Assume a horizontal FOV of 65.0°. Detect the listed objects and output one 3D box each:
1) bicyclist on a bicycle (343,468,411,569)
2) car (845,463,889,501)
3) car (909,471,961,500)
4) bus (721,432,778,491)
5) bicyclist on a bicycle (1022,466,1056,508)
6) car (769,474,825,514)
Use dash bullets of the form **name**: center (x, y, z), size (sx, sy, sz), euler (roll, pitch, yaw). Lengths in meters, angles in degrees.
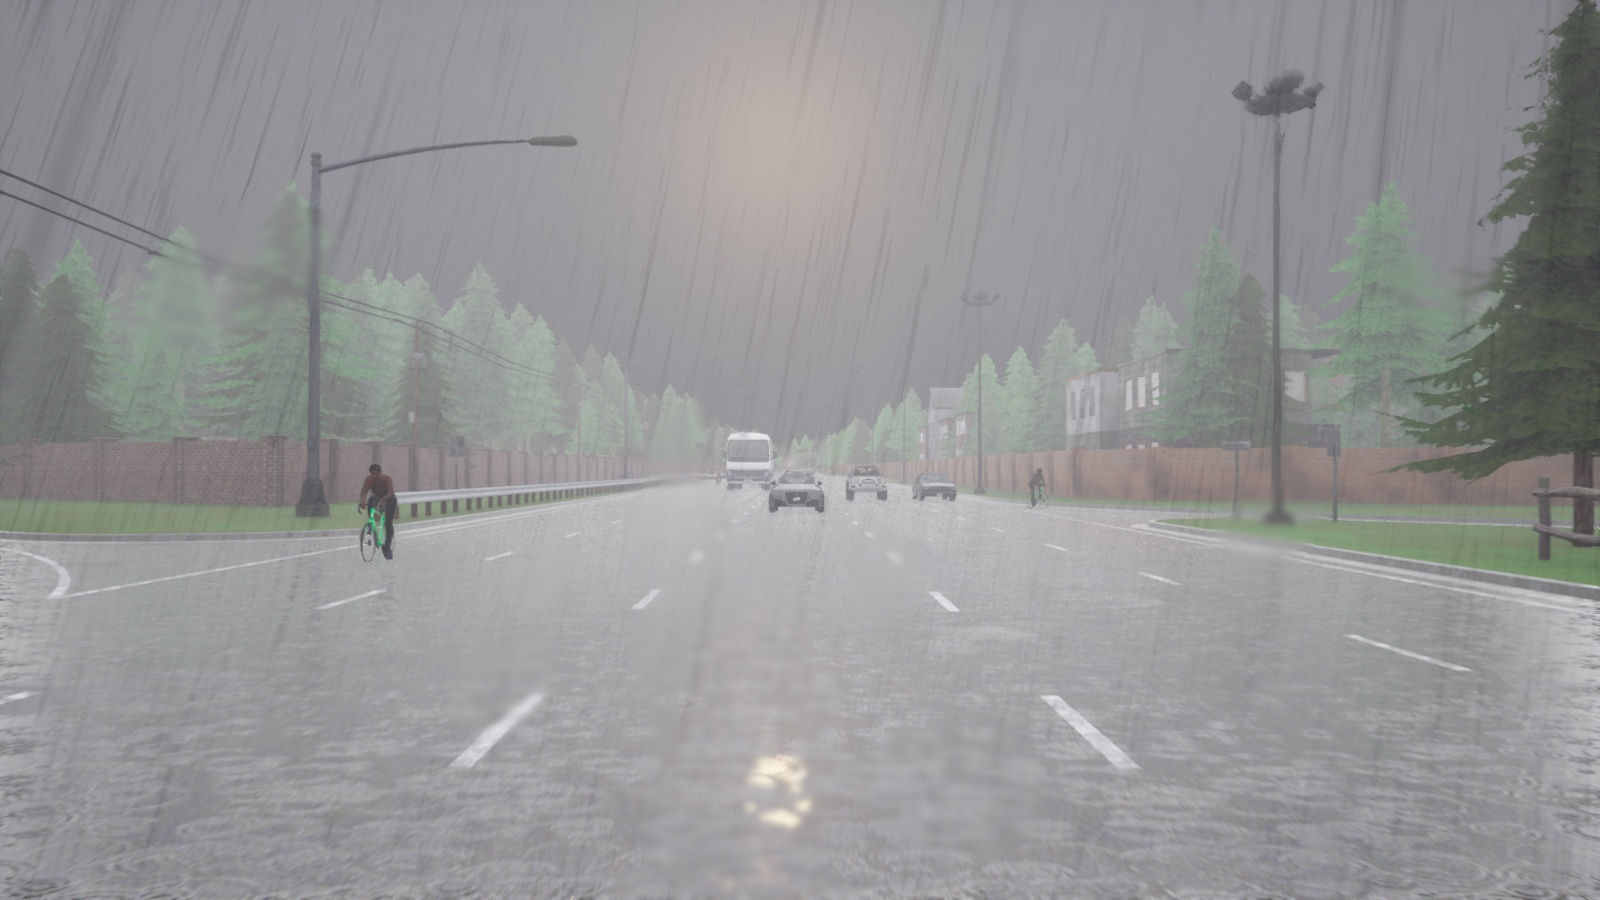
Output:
- **bicyclist on a bicycle**: center (-7.051, 1.112, 20.978), size (0.582, 1.620, 1.656), euler (0, -1, 0)
- **car**: center (3.346, 1.581, 63.550), size (1.932, 1.855, 4.605), euler (0, -1, 0)
- **car**: center (6.884, 1.814, 64.609), size (2.033, 1.411, 5.357), euler (0, -1, -1)
- **bus**: center (-3.734, 0.897, 95.221), size (3.944, 4.253, 10.273), euler (0, -1, 0)
- **bicyclist on a bicycle**: center (9.577, 1.490, 50.363), size (0.582, 1.620, 1.656), euler (1, -3, -20)
- **car**: center (-0.111, 1.582, 46.412), size (1.994, 1.385, 4.181), euler (0, -1, 0)
